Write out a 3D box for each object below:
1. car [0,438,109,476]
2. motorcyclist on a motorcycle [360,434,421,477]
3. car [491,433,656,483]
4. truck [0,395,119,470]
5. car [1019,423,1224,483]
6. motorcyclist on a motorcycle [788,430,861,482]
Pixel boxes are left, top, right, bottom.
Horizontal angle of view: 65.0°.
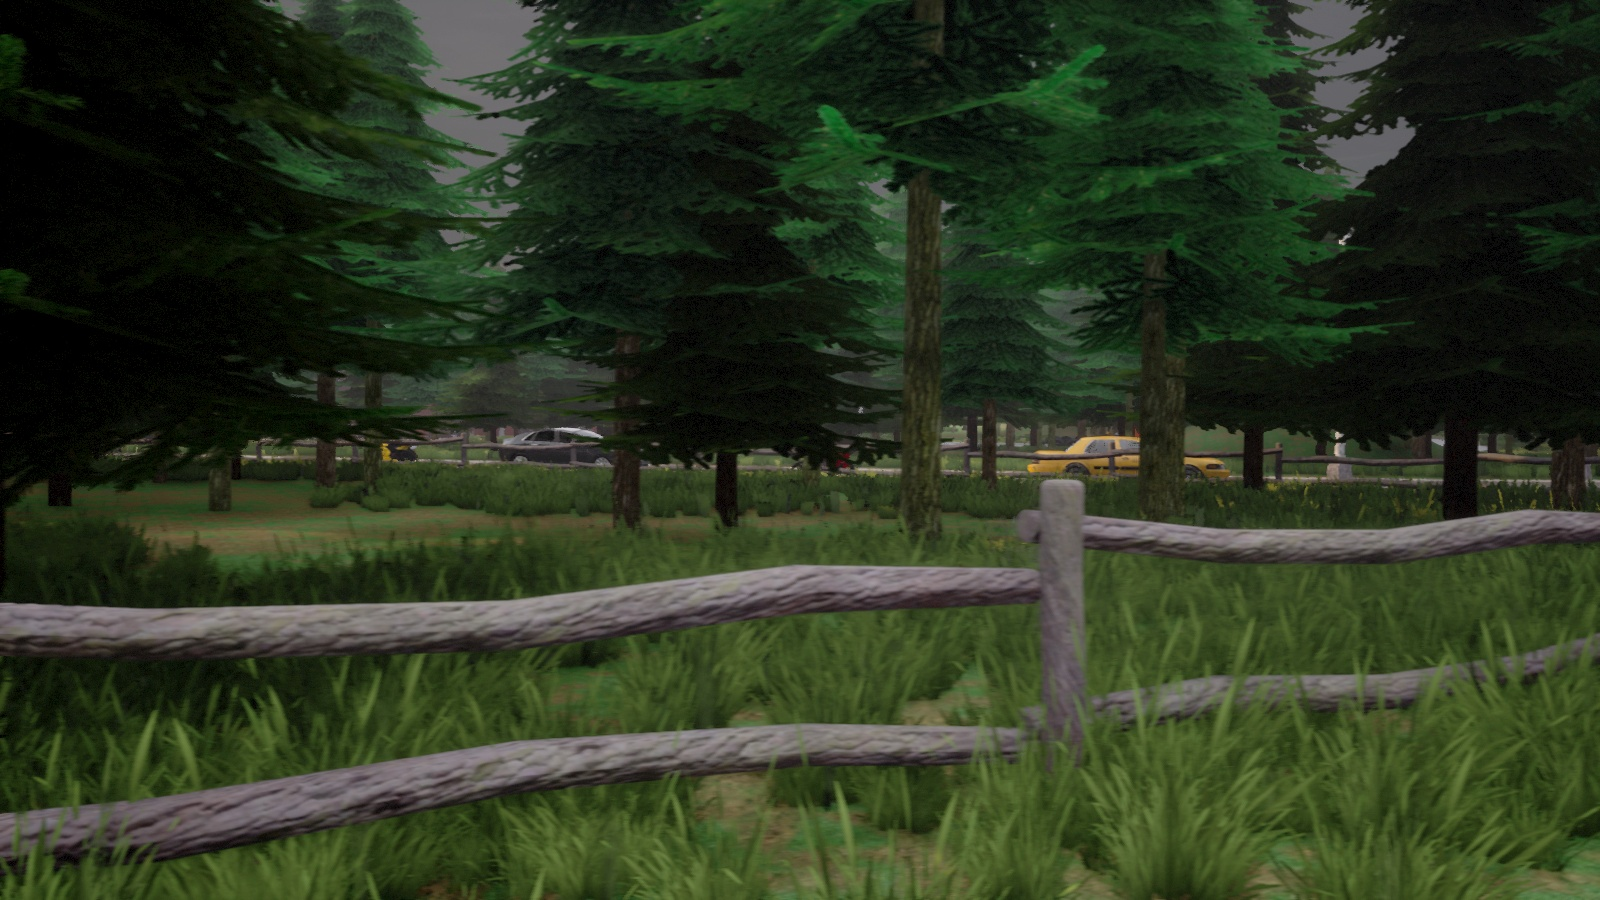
[{"bbox_3d":[-31.241,0.281,51.876,5.008,1.535,1.882,0,1,20],"label":"car"},{"bbox_3d":[-15.095,0.200,46.309,2.044,1.523,0.797,0,1,18],"label":"motorcyclist on a motorcycle"},{"bbox_3d":[-7.214,0.231,40.052,4.892,1.490,1.837,1,1,18],"label":"car"},{"bbox_3d":[-41.547,-0.964,68.070,2.891,3.827,8.468,0,1,17],"label":"truck"},{"bbox_3d":[8.894,0.072,34.754,5.366,1.575,1.801,0,1,18],"label":"car"},{"bbox_3d":[0.739,0.163,37.433,2.044,1.523,0.797,0,1,18],"label":"motorcyclist on a motorcycle"}]
